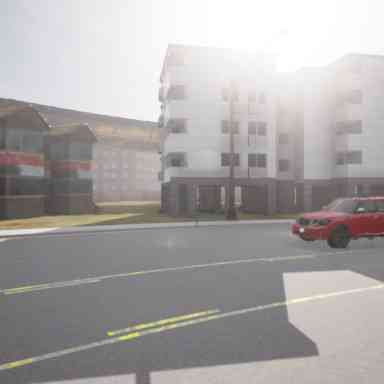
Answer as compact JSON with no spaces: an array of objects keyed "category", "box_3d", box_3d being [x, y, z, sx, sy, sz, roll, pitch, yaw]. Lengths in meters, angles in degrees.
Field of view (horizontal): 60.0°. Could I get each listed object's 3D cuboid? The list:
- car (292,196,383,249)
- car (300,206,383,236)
[{"category":"car","box_3d":[7.183,1.219,14.468,5.566,2.045,2.150,0,0,-16]},{"category":"car","box_3d":[8.992,1.544,18.587,5.357,1.411,2.033,0,0,-13]}]
